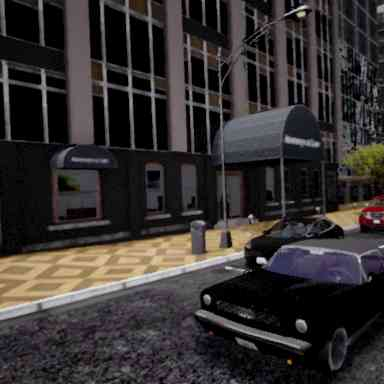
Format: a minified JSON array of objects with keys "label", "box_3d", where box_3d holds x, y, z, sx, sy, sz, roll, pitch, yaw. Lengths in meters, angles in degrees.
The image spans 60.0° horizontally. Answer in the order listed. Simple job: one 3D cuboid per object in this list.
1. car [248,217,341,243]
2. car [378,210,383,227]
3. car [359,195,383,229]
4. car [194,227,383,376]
[{"label":"car","box_3d":[3.510,1.528,10.900,4.313,1.339,1.947,-1,-1,-45]},{"label":"car","box_3d":[9.138,1.360,12.625,5.357,1.411,2.033,-1,0,-44]},{"label":"car","box_3d":[10.874,1.095,18.154,5.009,1.841,2.192,-1,-1,-45]},{"label":"car","box_3d":[2.242,1.583,5.793,4.718,1.301,1.895,-1,0,-45]}]
